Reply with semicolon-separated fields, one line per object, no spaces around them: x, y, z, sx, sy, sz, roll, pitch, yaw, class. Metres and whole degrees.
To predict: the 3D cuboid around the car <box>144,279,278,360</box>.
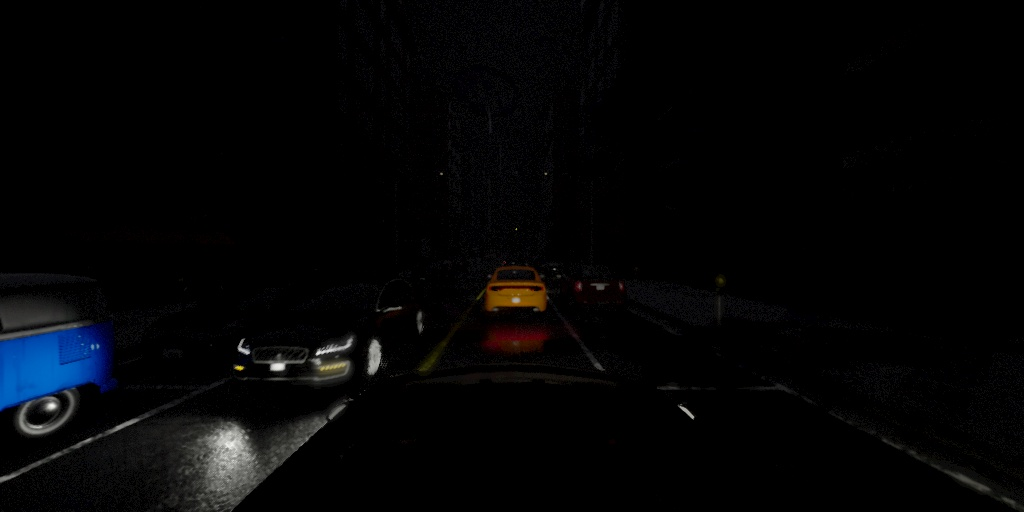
-5.651;1.229;8.166;1.948;1.339;4.313;0;0;0;car

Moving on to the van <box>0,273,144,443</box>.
-5.672;1.077;2.665;1.690;1.789;3.998;0;0;0;van

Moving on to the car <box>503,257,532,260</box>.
0.178;0.999;25.611;1.994;1.385;4.181;0;1;1;car

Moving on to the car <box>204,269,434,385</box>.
-3.087;1.182;7.163;1.837;1.490;4.892;0;1;0;car

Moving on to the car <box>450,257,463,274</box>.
-5.571;0.957;30.169;1.802;1.307;4.207;0;0;0;car

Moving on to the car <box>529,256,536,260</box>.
2.975;0.871;35.638;1.948;1.339;4.313;0;0;0;car

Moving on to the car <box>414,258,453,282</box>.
-5.590;1.013;24.668;1.948;1.339;4.313;0;0;0;car

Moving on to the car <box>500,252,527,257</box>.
0.151;0.649;36.234;2.097;1.767;4.553;0;1;1;car

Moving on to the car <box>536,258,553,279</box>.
2.935;0.998;24.637;2.007;1.370;4.403;0;0;0;car

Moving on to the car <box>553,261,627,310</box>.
2.894;1.032;13.635;1.967;1.591;4.097;0;0;0;car

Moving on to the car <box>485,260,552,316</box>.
0.131;1.082;12.699;1.882;1.535;5.008;0;1;0;car

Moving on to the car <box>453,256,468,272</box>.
-5.550;0.744;35.670;1.967;1.591;4.097;0;0;0;car
